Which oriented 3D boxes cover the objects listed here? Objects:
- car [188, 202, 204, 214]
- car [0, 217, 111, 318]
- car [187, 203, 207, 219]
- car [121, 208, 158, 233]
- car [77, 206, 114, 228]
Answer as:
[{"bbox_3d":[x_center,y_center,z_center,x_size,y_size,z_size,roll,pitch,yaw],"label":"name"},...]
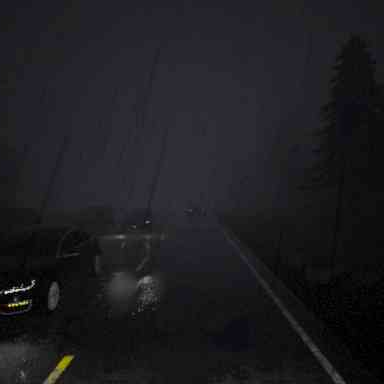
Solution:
[{"bbox_3d":[0.566,2.093,44.186,1.895,1.301,4.718,0,-1,1],"label":"car"},{"bbox_3d":[-3.520,1.588,7.829,1.837,1.490,4.892,0,-1,1],"label":"car"},{"bbox_3d":[0.461,1.902,33.776,1.812,1.442,4.674,0,-1,1],"label":"car"},{"bbox_3d":[-3.268,1.760,21.490,1.812,1.442,4.674,0,-1,1],"label":"car"},{"bbox_3d":[-6.229,1.687,21.656,1.816,1.474,4.193,6,-1,-2],"label":"car"}]
